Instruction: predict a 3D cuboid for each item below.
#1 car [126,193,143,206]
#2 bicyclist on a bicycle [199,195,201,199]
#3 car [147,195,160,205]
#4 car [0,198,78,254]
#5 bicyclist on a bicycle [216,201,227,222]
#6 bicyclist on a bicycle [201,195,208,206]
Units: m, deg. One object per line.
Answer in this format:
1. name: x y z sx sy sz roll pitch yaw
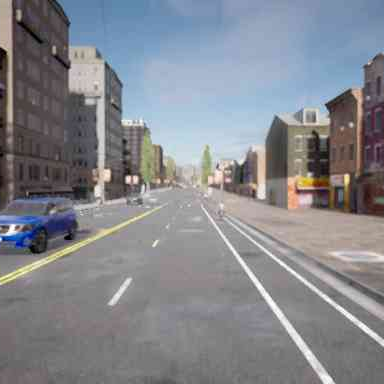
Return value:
1. car: -9.766 1.136 57.070 2.150 2.045 5.566 0 0 0
2. bicyclist on a bicycle: 2.237 1.153 83.194 0.866 1.612 1.509 0 4 2
3. car: -6.516 1.331 57.101 1.812 1.442 4.674 0 0 0
4. car: -6.606 1.273 14.040 2.150 2.045 5.566 0 0 0
5. bicyclist on a bicycle: 2.245 1.449 25.187 0.866 1.612 1.509 0 3 1
6. bicyclist on a bicycle: 2.232 1.358 53.314 0.659 1.776 1.843 0 1 0
